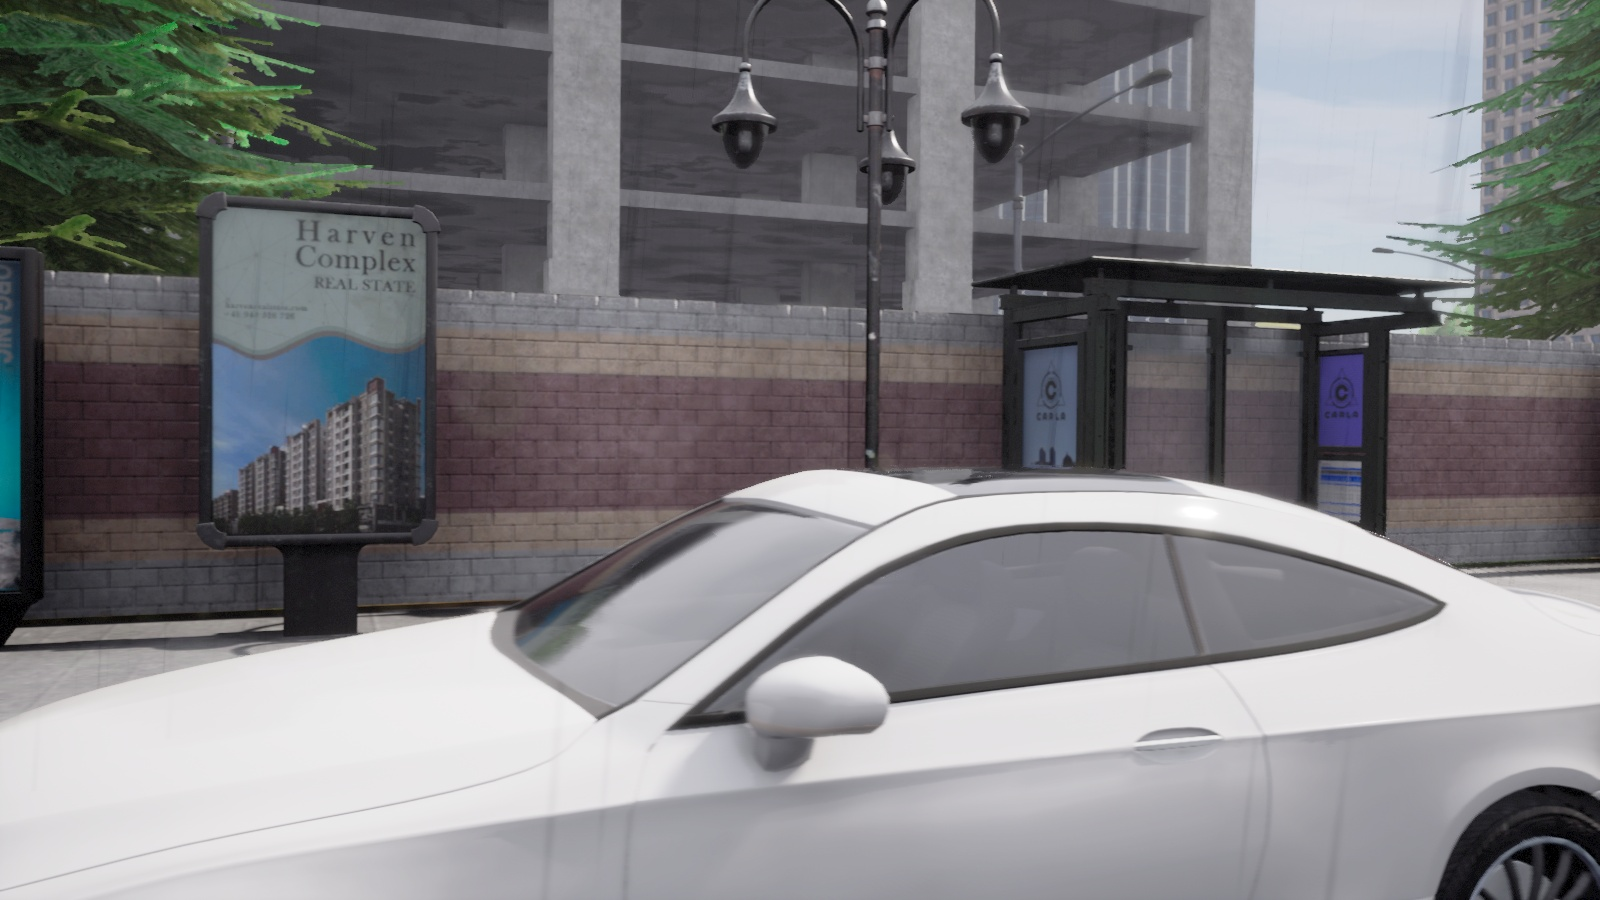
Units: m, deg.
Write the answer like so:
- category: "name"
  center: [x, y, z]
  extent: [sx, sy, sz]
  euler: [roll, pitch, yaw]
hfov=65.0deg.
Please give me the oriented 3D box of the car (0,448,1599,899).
- category: "car"
  center: [0.205, 0.765, 3.317]
  extent: [4.674, 1.442, 1.812]
  euler: [-1, 1, -21]
